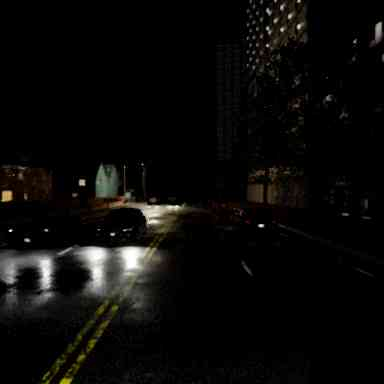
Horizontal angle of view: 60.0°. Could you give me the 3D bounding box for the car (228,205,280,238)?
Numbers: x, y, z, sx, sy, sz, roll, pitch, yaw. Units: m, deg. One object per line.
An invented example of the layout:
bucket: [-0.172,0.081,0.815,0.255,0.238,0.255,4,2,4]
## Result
car: [3.353,1.613,18.101,1.994,1.385,4.181,0,0,0]

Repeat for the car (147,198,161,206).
car: [-6.534,1.746,57.792,2.033,1.411,5.357,0,0,1]

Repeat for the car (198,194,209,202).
car: [3.261,1.695,86.586,2.097,1.767,4.553,0,0,0]

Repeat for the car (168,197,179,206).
car: [-3.286,1.697,59.608,2.128,1.511,4.902,0,0,1]

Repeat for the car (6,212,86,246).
car: [-6.599,1.643,15.560,1.895,1.301,4.718,0,0,0]

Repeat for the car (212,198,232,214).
car: [3.354,1.467,37.403,2.097,1.767,4.553,0,0,0]

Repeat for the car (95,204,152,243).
car: [-3.348,1.550,16.449,1.837,1.490,4.892,0,0,0]
